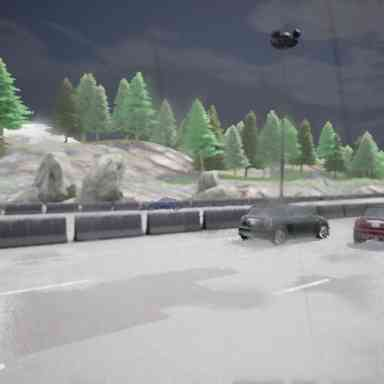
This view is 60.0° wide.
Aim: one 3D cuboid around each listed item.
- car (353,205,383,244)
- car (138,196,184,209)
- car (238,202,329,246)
[{"bbox_3d":[9.060,1.326,14.505,4.553,1.767,2.097,0,0,-36],"label":"car"},{"bbox_3d":[-2.962,1.154,31.849,4.674,1.442,1.812,0,0,-35],"label":"car"},{"bbox_3d":[4.345,1.339,15.442,4.553,1.767,2.097,0,0,-35],"label":"car"}]
